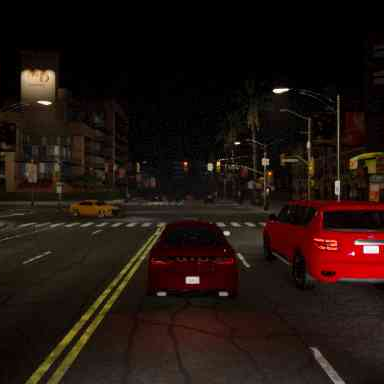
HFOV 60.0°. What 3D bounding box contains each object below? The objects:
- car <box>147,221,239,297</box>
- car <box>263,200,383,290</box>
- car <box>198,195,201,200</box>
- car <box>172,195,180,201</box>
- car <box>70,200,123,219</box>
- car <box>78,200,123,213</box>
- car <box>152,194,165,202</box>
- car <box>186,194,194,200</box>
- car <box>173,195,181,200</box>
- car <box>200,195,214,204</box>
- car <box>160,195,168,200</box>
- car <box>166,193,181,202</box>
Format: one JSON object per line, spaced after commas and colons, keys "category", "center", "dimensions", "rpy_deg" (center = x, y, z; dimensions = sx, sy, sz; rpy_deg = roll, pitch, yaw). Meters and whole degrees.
{"category": "car", "center": [0.014, 1.478, 8.621], "dimensions": [1.882, 1.535, 5.008], "rpy_deg": [0, 0, 0]}
{"category": "car", "center": [3.511, 1.221, 9.197], "dimensions": [2.150, 2.045, 5.566], "rpy_deg": [0, 0, 0]}
{"category": "car", "center": [2.874, 1.524, 95.445], "dimensions": [1.812, 1.442, 4.674], "rpy_deg": [0, 0, 0]}
{"category": "car", "center": [-4.042, 1.524, 82.700], "dimensions": [1.812, 1.442, 4.674], "rpy_deg": [0, 0, 0]}
{"category": "car", "center": [-8.557, 1.477, 29.531], "dimensions": [5.008, 1.535, 1.882], "rpy_deg": [0, -1, 29]}
{"category": "car", "center": [-9.966, 1.601, 36.488], "dimensions": [4.718, 1.301, 1.895], "rpy_deg": [0, 0, -12]}
{"category": "car", "center": [-7.472, 1.552, 72.205], "dimensions": [1.994, 1.385, 4.181], "rpy_deg": [0, 0, 0]}
{"category": "car", "center": [-0.616, 1.355, 93.865], "dimensions": [2.097, 1.767, 4.553], "rpy_deg": [0, 0, 0]}
{"category": "car", "center": [-4.111, 1.552, 92.503], "dimensions": [1.994, 1.385, 4.181], "rpy_deg": [0, 0, 0]}
{"category": "car", "center": [3.148, 1.491, 63.537], "dimensions": [2.128, 1.511, 4.902], "rpy_deg": [0, 0, 0]}
{"category": "car", "center": [-7.595, 1.500, 90.642], "dimensions": [1.837, 1.490, 4.892], "rpy_deg": [0, 0, 0]}
{"category": "car", "center": [-3.977, 1.225, 72.984], "dimensions": [2.150, 2.045, 5.566], "rpy_deg": [0, 0, 0]}
